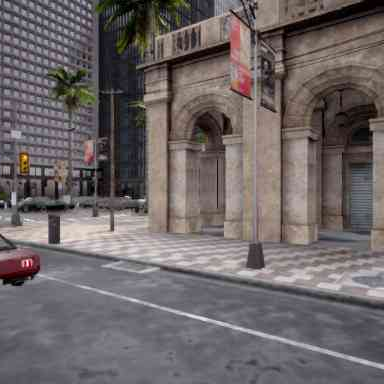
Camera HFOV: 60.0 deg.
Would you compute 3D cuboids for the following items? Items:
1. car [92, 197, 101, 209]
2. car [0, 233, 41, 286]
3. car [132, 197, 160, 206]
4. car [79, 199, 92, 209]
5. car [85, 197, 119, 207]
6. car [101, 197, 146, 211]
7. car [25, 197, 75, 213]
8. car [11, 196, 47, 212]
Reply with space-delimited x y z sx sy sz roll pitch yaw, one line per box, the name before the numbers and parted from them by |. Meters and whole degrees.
car | -10.423 1.491 44.770 2.128 1.511 4.902 0 0 36
car | -5.792 1.601 8.180 4.718 1.301 1.895 0 0 37
car | -7.478 1.526 54.818 1.812 1.442 4.674 0 0 36
car | -13.195 1.547 46.914 2.033 1.411 5.357 0 0 36
car | -13.870 1.513 51.260 2.161 1.482 4.786 0 0 35
car | -8.246 1.547 41.466 2.033 1.411 5.357 0 0 36
car | -15.728 1.601 37.415 1.895 1.301 4.718 0 0 36
car | -18.733 1.352 39.233 2.097 1.767 4.553 0 0 36
